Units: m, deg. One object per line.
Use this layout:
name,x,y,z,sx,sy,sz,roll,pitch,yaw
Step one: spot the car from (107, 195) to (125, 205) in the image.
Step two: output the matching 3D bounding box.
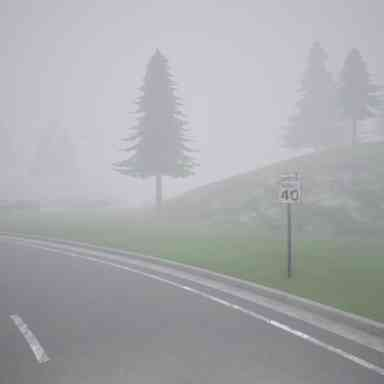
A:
car,-13.926,1.354,55.054,2.097,1.767,4.553,0,0,38

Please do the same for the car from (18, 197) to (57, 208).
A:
car,-22.802,1.478,49.337,1.882,1.535,5.008,0,0,38

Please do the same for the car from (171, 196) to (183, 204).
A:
car,-4.371,1.547,61.590,2.033,1.411,5.357,0,0,38

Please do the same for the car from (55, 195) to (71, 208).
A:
car,-16.044,1.491,46.634,2.128,1.511,4.902,0,0,38

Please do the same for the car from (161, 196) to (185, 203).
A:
car,-3.796,1.504,67.950,2.128,1.511,4.902,0,0,38

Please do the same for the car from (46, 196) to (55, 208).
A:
car,-19.316,1.352,48.121,2.097,1.767,4.553,0,0,39

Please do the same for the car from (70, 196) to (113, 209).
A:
car,-13.352,1.601,44.396,1.895,1.301,4.718,0,0,38

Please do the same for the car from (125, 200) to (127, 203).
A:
car,-14.216,1.601,60.376,1.895,1.301,4.718,0,0,38

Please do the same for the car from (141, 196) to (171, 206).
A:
car,-6.120,1.351,53.691,2.097,1.767,4.553,0,0,38

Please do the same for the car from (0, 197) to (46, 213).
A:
car,-19.194,1.526,36.877,1.812,1.442,4.674,0,0,38
